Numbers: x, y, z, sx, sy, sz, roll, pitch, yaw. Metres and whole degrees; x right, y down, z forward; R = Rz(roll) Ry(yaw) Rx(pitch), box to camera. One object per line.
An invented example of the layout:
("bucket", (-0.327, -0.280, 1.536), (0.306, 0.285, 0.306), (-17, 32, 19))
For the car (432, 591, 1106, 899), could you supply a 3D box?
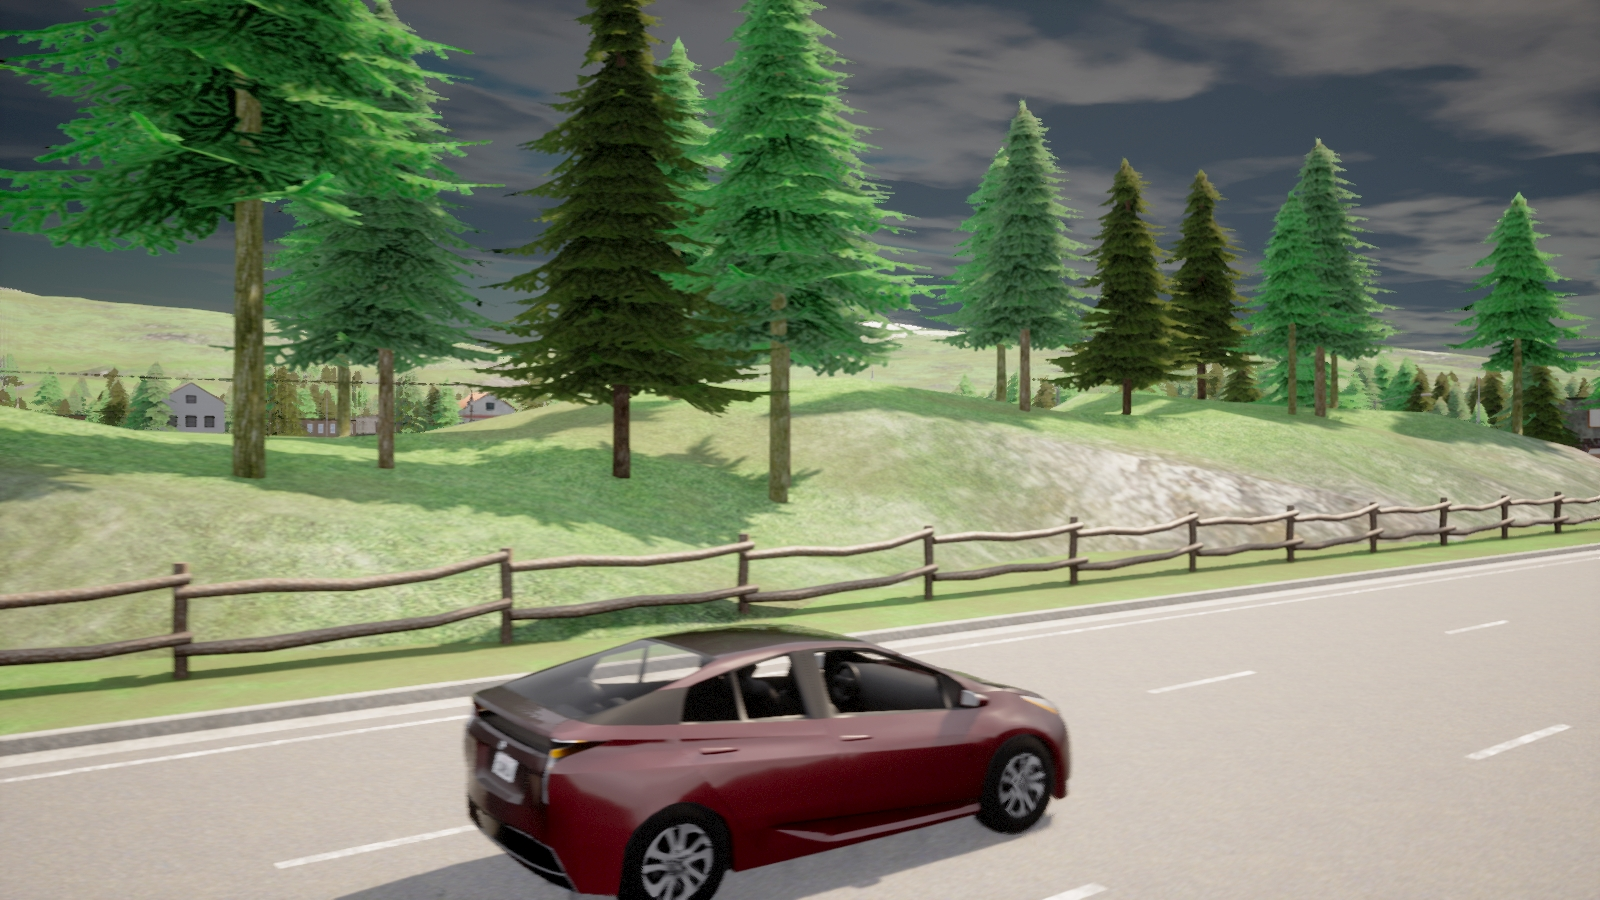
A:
("car", (-0.083, 2.044, 8.252), (4.514, 1.525, 2.007), (0, 0, -35))
